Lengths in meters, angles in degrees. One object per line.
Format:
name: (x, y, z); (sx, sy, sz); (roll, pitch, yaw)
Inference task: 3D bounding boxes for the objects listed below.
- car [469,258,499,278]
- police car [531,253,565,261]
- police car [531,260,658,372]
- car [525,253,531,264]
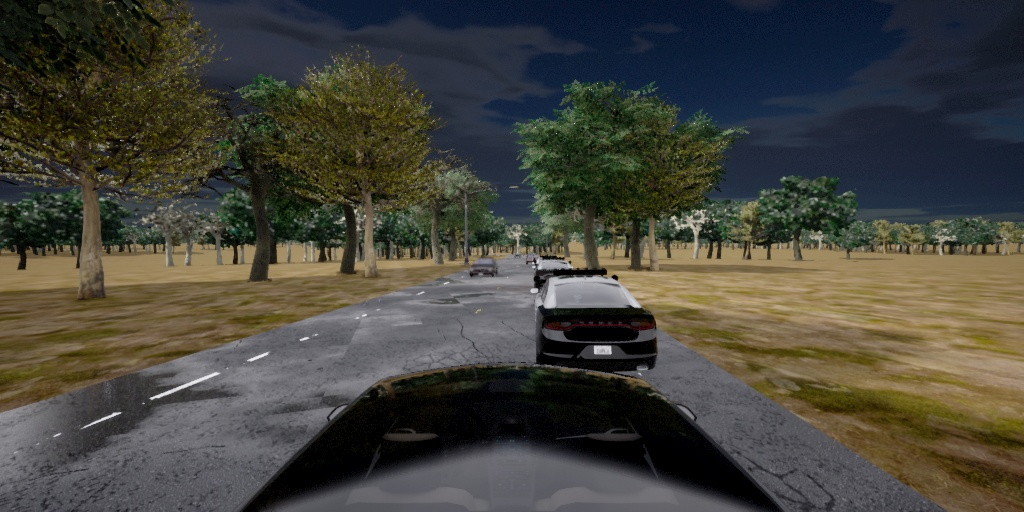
car: (-2.064, 0.857, 27.874); (2.033, 1.411, 5.357); (0, 1, 3)
police car: (2.020, 0.851, 17.644); (1.930, 1.638, 5.238); (1, 1, 3)
police car: (1.429, 1.070, 7.653); (1.930, 1.638, 5.238); (-1, 1, 3)
car: (2.894, 0.433, 50.510); (2.033, 1.411, 5.357); (0, 1, 3)
